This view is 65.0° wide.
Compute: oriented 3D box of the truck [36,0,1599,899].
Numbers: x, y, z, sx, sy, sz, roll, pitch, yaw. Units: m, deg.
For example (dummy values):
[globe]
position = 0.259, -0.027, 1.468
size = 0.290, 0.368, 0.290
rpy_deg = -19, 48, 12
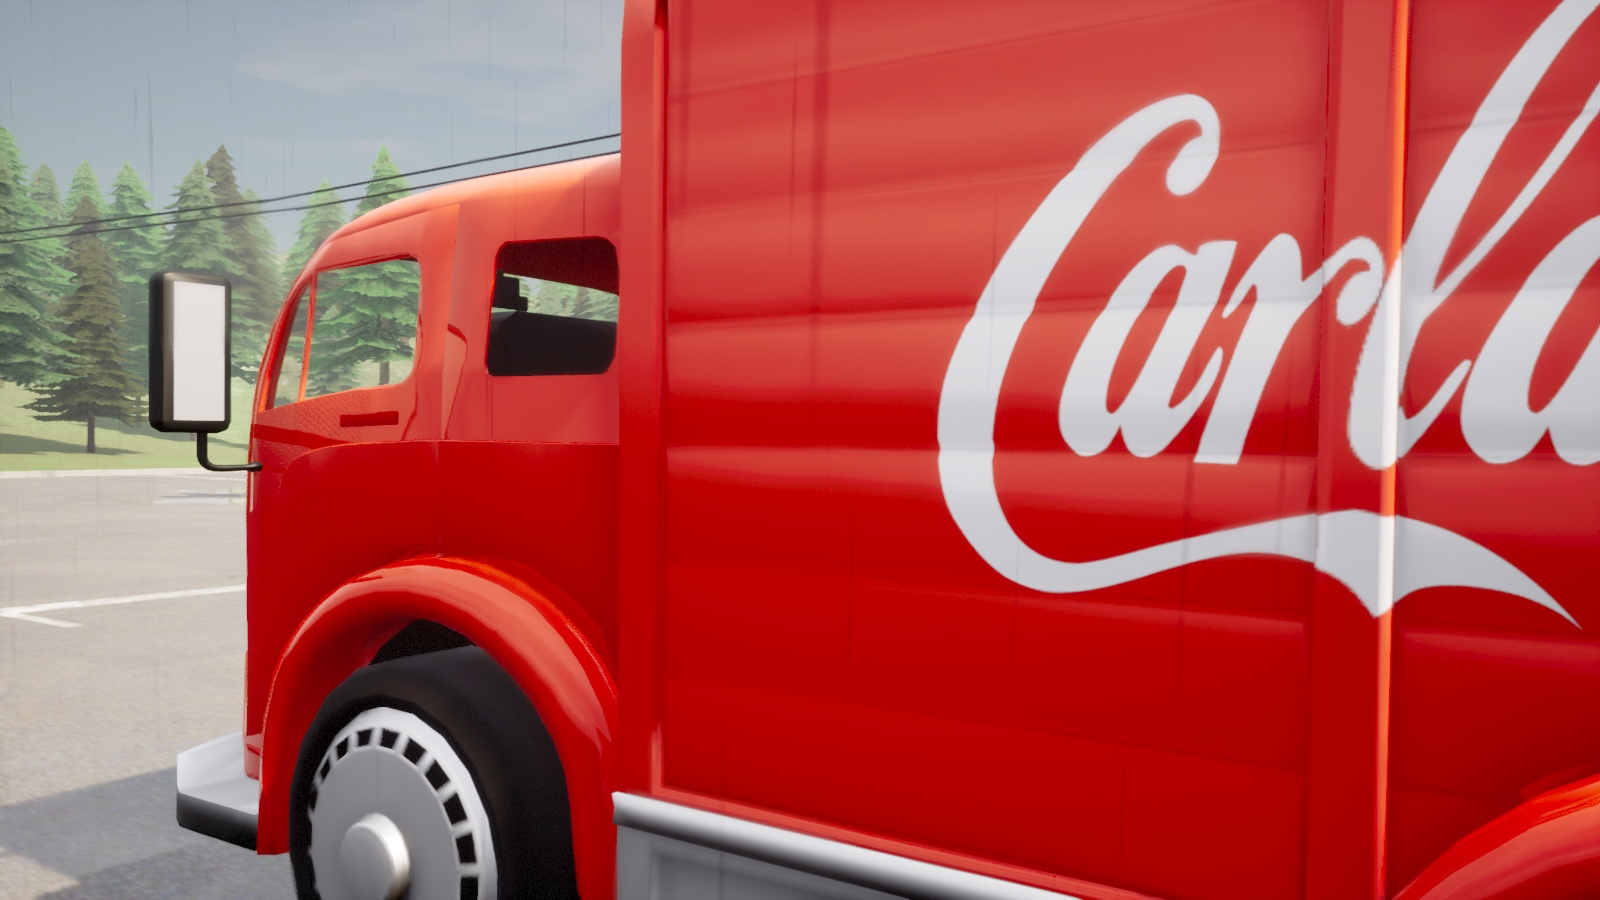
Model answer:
[truck]
position = 0.849, 0.195, 3.050
size = 5.204, 2.467, 2.627
rpy_deg = 0, 1, 34
